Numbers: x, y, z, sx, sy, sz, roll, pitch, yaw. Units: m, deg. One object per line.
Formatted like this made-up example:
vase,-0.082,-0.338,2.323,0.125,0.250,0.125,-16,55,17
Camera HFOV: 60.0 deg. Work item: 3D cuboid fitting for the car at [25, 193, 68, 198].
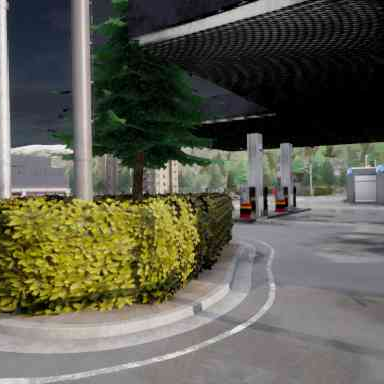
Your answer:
car,-14.746,1.183,33.582,3.866,1.878,1.905,-1,1,35

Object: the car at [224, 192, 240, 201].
car,7.473,0.850,63.898,5.027,1.636,2.152,-1,1,35

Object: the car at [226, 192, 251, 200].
car,9.246,0.812,66.485,4.514,1.523,2.007,-1,1,35

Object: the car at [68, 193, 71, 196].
car,-24.204,1.124,63.874,3.866,1.878,1.905,-1,1,35
